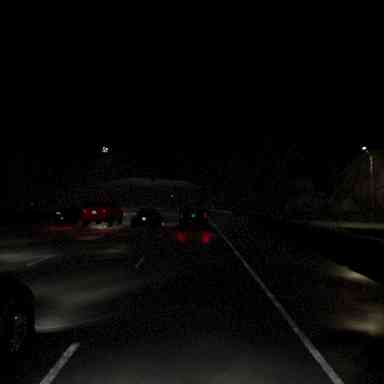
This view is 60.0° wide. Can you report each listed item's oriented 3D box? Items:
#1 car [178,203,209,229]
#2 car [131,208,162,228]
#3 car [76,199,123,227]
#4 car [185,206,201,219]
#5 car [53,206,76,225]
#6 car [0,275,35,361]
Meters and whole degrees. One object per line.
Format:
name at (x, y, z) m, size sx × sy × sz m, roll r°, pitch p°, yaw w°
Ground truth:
car at (0.102, 1.694, 24.504) m, size 2.097 × 1.767 × 4.553 m, roll 0°, pitch -1°, yaw 0°
car at (-3.399, 1.939, 25.554) m, size 1.994 × 1.385 × 4.181 m, roll 0°, pitch -2°, yaw 0°
car at (-6.908, 1.620, 26.100) m, size 2.150 × 2.045 × 5.566 m, roll 0°, pitch -2°, yaw 0°
car at (0.106, 2.533, 41.509) m, size 1.837 × 1.490 × 4.892 m, roll 0°, pitch -2°, yaw 0°
car at (-10.396, 2.008, 29.021) m, size 2.128 × 1.511 × 4.902 m, roll 0°, pitch -3°, yaw 0°
car at (-3.399, 1.378, 3.150) m, size 2.097 × 1.767 × 4.553 m, roll 0°, pitch 0°, yaw 0°
